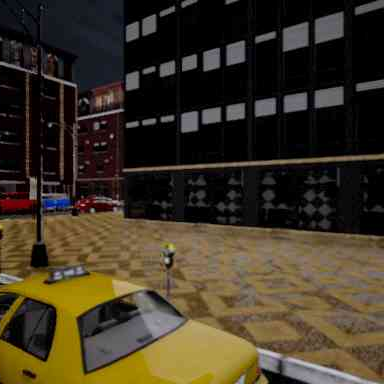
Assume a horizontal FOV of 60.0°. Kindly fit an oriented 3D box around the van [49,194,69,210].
[{"bbox_3d":[-15.544,1.082,36.411,1.690,1.788,3.998,1,1,35],"label":"van"}]

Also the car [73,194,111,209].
[{"bbox_3d":[-12.309,1.112,41.052,1.967,1.590,4.097,1,1,35],"label":"car"}]

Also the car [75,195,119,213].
[{"bbox_3d":[-9.067,1.294,31.927,1.887,1.381,4.507,1,1,35],"label":"car"}]

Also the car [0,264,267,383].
[{"bbox_3d":[-1.601,1.529,3.861,4.829,1.417,1.752,0,0,35],"label":"car"}]

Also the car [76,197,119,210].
[{"bbox_3d":[-10.943,1.289,38.721,1.895,1.301,4.718,0,1,35],"label":"car"}]

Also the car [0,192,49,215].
[{"bbox_3d":[-16.602,1.032,30.593,2.150,2.045,5.566,0,1,35],"label":"car"}]
